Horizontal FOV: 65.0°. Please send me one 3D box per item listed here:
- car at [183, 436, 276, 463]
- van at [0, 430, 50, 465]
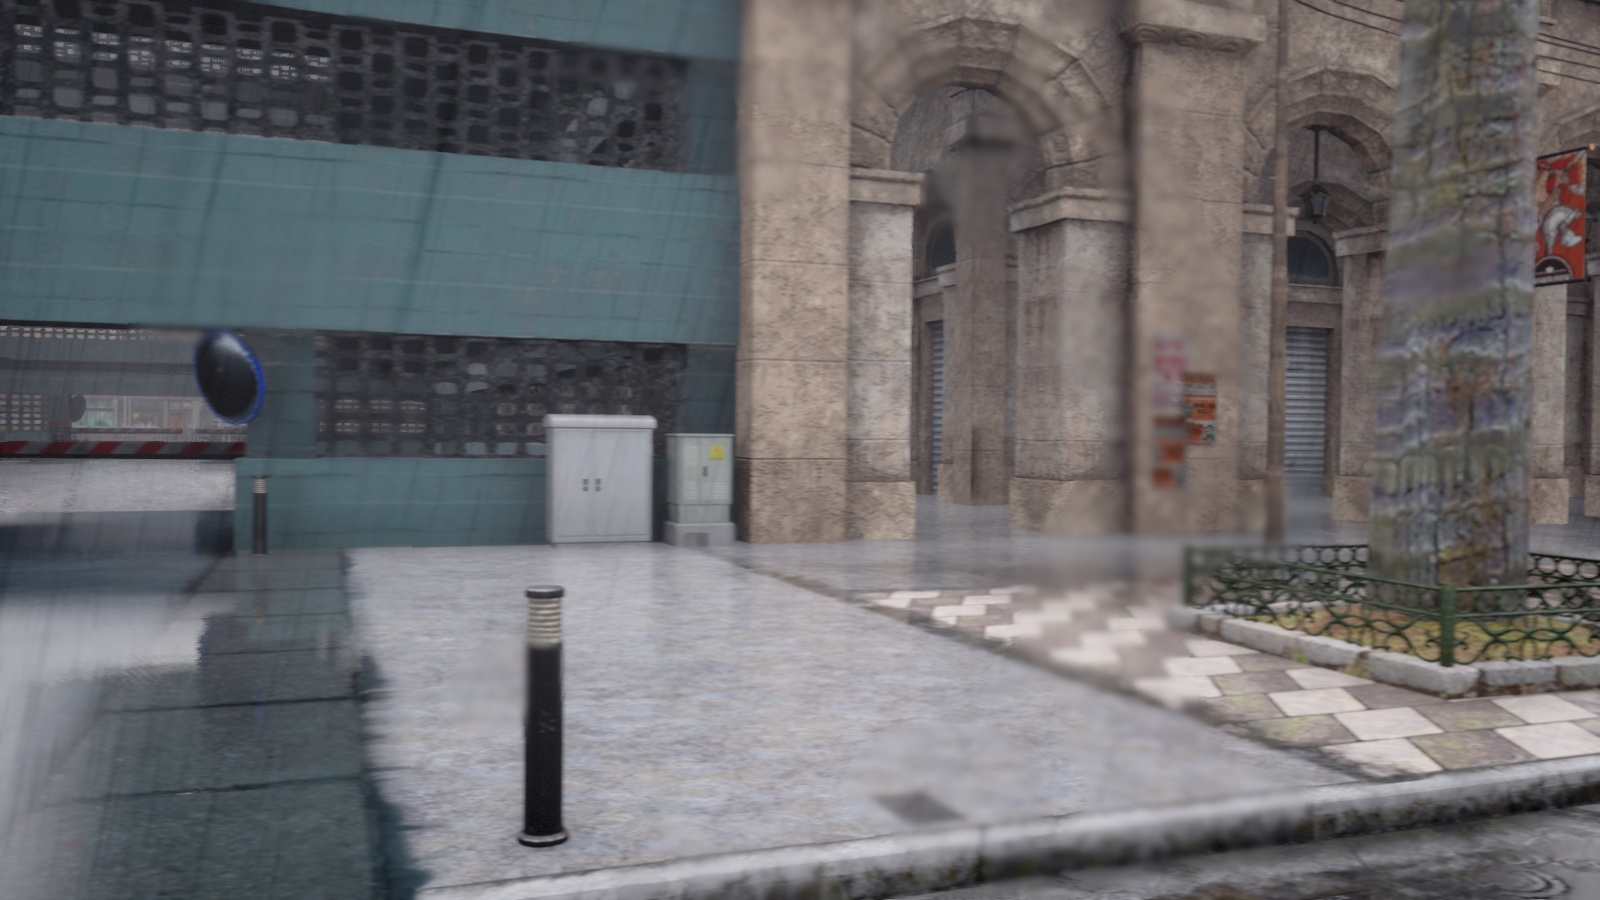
[{"bbox_3d":[-33.849,-0.045,74.622,4.892,1.490,1.837,-1,1,-21],"label":"car"},{"bbox_3d":[-46.678,-0.141,73.535,4.442,1.987,1.775,-1,1,-21],"label":"van"}]
